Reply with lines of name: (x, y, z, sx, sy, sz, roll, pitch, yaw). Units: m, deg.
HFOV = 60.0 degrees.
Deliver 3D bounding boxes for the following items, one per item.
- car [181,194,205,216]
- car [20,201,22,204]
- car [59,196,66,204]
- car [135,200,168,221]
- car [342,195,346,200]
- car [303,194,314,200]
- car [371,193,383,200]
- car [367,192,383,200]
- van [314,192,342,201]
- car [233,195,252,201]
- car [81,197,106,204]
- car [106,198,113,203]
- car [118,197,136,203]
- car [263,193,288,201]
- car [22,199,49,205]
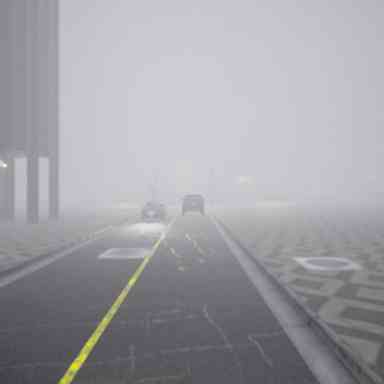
car: (0.114, 1.231, 33.391, 2.150, 2.045, 5.566, 0, 0, 0)
car: (-37.681, 2.191, 77.539, 4.507, 1.381, 1.887, -1, 1, 0)
car: (-32.042, 1.868, 77.532, 5.009, 1.841, 2.192, -1, 1, 0)
car: (-3.079, 1.495, 27.629, 2.128, 1.511, 4.902, 0, 0, 0)
car: (33.637, 1.148, 77.597, 4.403, 1.369, 2.008, -1, 1, 0)
car: (28.178, 1.213, 77.600, 4.507, 1.381, 1.887, -1, 1, 0)
car: (44.556, 1.012, 77.592, 4.403, 1.369, 2.008, -1, 1, 0)
car: (39.081, 0.826, 69.067, 5.009, 1.841, 2.192, -1, 1, 0)
van: (28.161, 0.991, 69.073, 3.998, 1.788, 1.690, -1, 1, 0)
car: (11.801, 1.441, 77.609, 4.403, 1.369, 2.008, -1, 1, 0)
car: (-20.763, 1.905, 69.005, 4.403, 1.369, 2.008, -1, 1, 0)
car: (-20.920, 1.900, 77.530, 4.829, 1.417, 1.752, -1, 1, 0)
car: (-15.107, 1.850, 77.527, 4.313, 1.339, 1.947, -1, 1, 0)
car: (17.242, 1.112, 69.079, 5.009, 1.841, 2.192, -1, 1, 0)
car: (-32.050, 2.080, 69.011, 4.507, 1.381, 1.887, -1, 1, 0)
